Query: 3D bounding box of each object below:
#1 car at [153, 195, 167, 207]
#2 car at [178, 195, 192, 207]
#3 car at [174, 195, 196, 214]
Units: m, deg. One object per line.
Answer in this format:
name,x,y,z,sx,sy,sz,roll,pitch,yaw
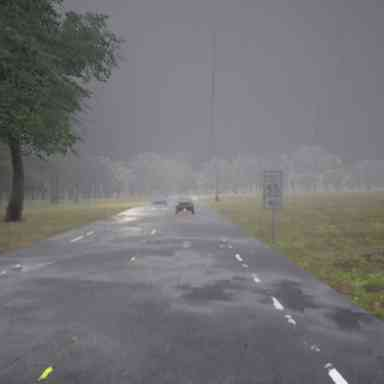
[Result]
car,-4.600,1.197,48.093,1.882,1.535,5.008,-1,1,-1
car,-1.035,1.247,47.471,1.837,1.490,4.892,-1,1,-1
car,-0.714,1.375,33.622,1.837,1.490,4.892,-1,1,-1
